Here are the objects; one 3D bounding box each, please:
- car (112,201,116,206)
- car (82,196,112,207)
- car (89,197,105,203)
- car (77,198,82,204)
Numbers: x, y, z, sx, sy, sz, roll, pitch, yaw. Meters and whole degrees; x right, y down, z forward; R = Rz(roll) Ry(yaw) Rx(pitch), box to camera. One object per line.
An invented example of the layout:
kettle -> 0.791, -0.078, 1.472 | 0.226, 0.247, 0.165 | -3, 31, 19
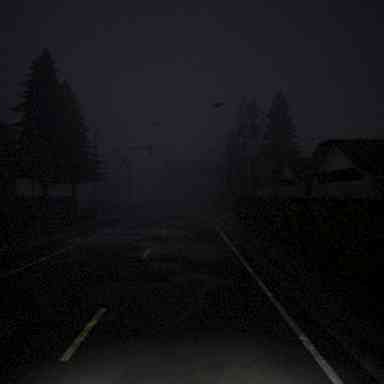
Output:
car -> -16.197, 1.951, 62.035 | 3.806, 1.475, 1.970 | 0, -1, -1
car -> -16.787, 1.636, 58.709 | 3.866, 1.878, 1.905 | 0, -1, -1
car -> -24.059, 2.122, 84.398 | 3.633, 1.501, 1.845 | 0, -1, -1
car -> -24.040, 2.006, 74.405 | 4.514, 1.523, 2.007 | 0, -1, -1
